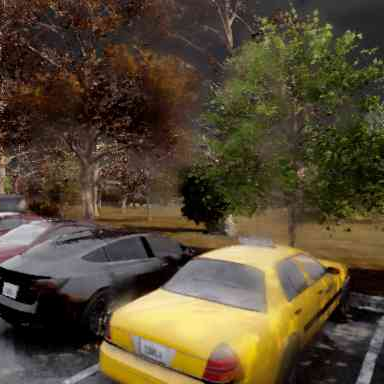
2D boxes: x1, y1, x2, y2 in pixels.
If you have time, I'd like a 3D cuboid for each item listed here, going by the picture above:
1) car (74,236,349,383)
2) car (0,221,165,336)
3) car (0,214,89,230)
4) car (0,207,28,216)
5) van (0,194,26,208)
[{"bbox_3d":[1.117,1.460,5.190,1.946,1.575,5.366,1,0,35],"label":"car"},{"bbox_3d":[-1.247,1.460,6.684,2.163,1.488,4.792,1,1,36],"label":"car"},{"bbox_3d":[-3.633,1.428,8.353,2.002,1.452,4.674,1,1,35],"label":"car"},{"bbox_3d":[-5.900,1.379,9.970,2.002,1.452,4.674,1,1,35],"label":"car"},{"bbox_3d":[-8.148,1.068,11.414,1.878,1.987,4.442,1,1,35],"label":"van"}]
